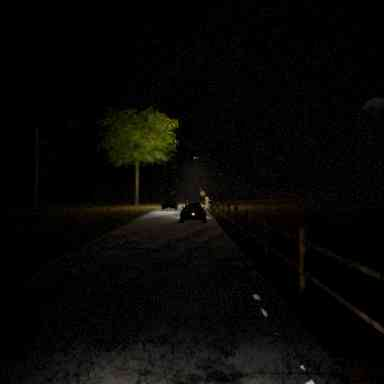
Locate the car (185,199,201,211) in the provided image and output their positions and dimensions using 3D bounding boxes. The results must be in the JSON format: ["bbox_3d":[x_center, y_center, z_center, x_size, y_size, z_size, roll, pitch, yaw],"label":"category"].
[{"bbox_3d":[0.097,1.637,42.767,1.895,1.301,4.718,0,0,0],"label":"car"}]

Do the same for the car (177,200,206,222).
[{"bbox_3d":[0.097,1.578,26.126,1.994,1.385,4.181,0,0,0],"label":"car"}]

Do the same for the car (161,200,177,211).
[{"bbox_3d":[-2.800,1.637,42.344,1.895,1.301,4.718,0,0,1],"label":"car"}]
